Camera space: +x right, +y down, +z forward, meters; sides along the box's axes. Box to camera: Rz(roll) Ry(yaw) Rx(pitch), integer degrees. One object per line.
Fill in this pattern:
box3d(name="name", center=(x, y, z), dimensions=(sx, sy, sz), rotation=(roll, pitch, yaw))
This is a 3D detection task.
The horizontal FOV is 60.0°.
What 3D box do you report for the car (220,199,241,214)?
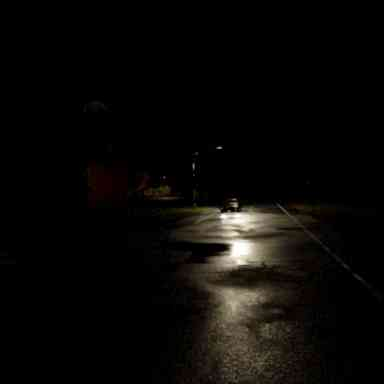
box3d(name="car", center=(3.980, 1.388, 33.543), dimensions=(2.033, 1.411, 5.357), rotation=(-2, 0, 12))
